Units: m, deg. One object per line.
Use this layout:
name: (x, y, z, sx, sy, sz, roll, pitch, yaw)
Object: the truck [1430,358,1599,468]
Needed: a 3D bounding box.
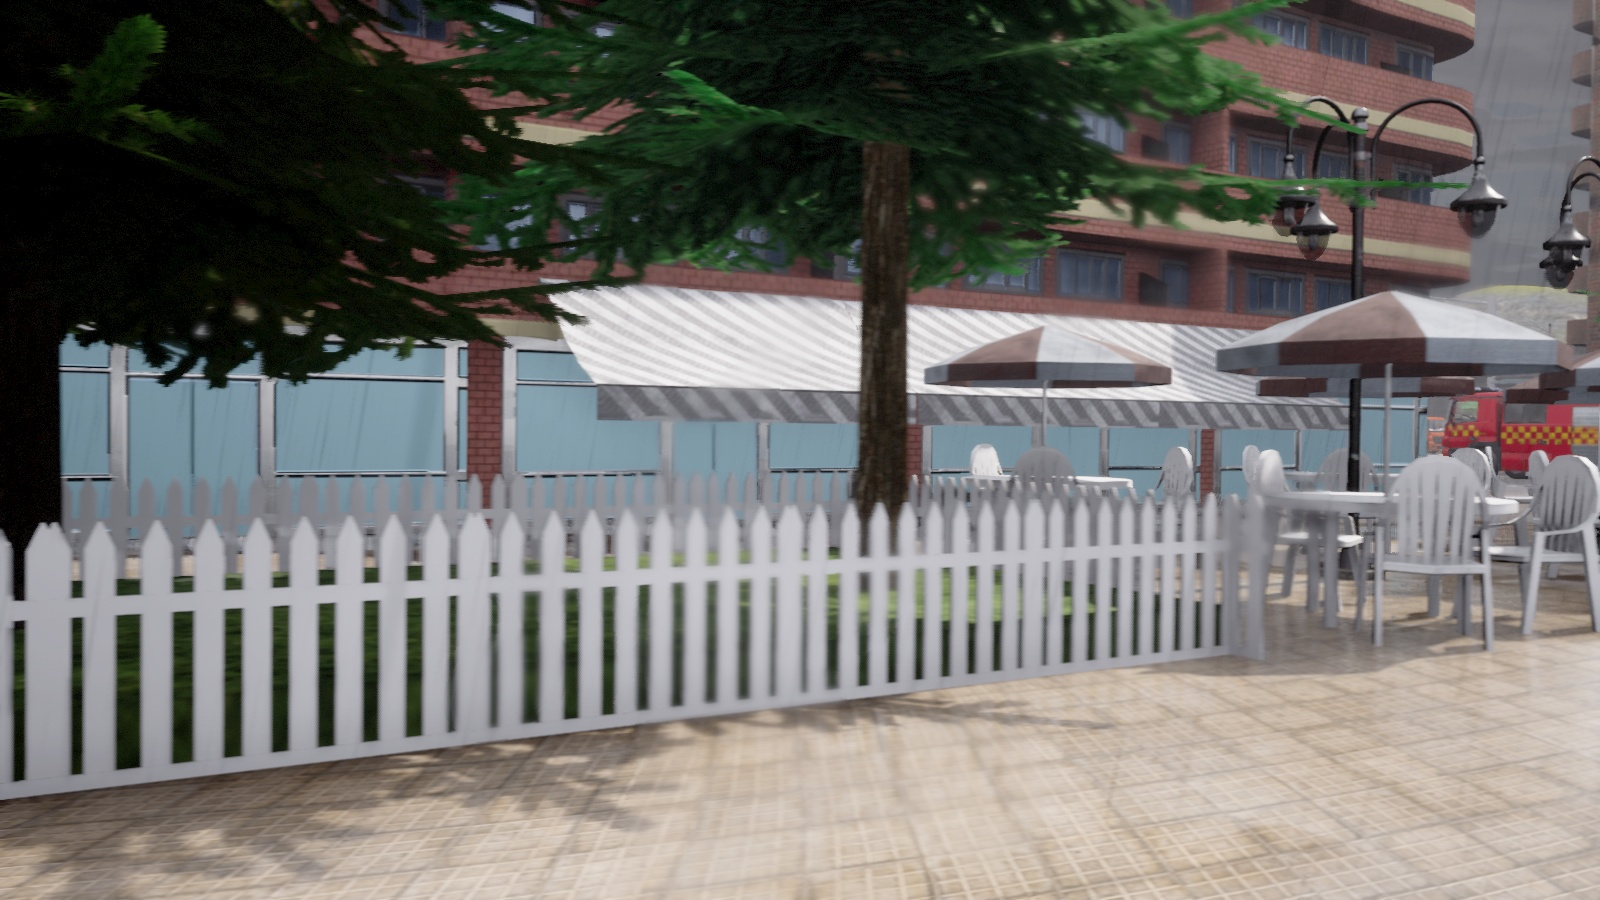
truck: (28.087, -1.332, 46.320, 2.891, 3.827, 8.468, -1, 1, -30)
